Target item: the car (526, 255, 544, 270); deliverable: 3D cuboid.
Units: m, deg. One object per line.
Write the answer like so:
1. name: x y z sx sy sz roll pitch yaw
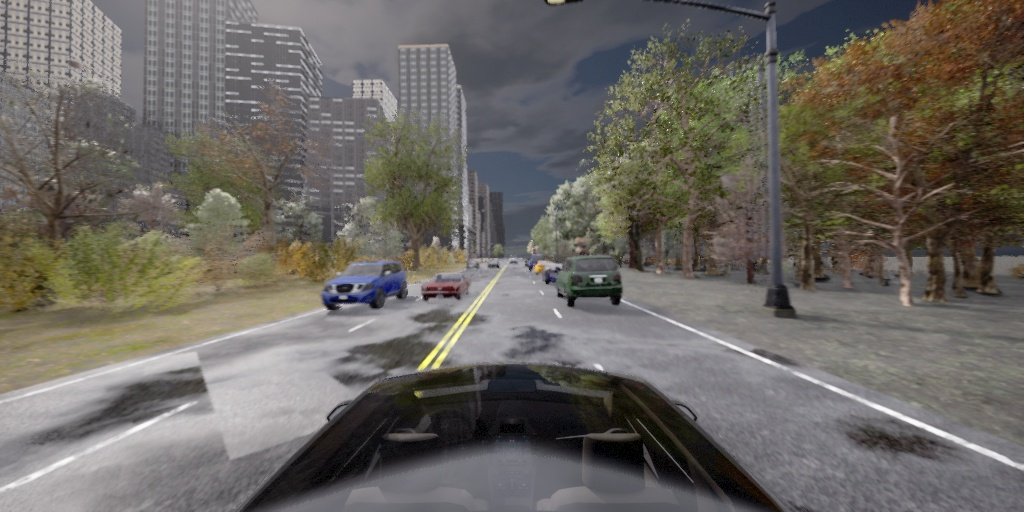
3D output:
1. car: 3.438 0.921 49.124 2.150 2.045 5.566 0 0 0

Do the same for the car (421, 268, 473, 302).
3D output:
1. car: -3.305 1.551 18.669 1.895 1.301 4.718 -1 0 0

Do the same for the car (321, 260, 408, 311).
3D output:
1. car: -6.577 1.254 16.760 2.150 2.045 5.566 -1 0 0

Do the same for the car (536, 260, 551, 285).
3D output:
1. car: 3.313 1.276 27.110 2.163 1.488 4.792 -2 0 0

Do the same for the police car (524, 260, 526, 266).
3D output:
1. police car: 3.483 1.182 60.102 2.038 1.542 4.974 0 0 0

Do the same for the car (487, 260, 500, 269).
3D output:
1. car: -3.056 1.368 60.485 1.882 1.535 5.008 -1 0 1

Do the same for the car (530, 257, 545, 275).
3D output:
1. car: 3.326 1.192 38.327 1.882 1.535 5.008 0 0 -2

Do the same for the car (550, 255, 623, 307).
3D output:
1. car: 3.249 0.997 16.105 2.150 2.045 5.566 -2 0 0

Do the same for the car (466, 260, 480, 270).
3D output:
1. car: -6.327 1.466 58.548 2.128 1.511 4.902 -1 0 1
